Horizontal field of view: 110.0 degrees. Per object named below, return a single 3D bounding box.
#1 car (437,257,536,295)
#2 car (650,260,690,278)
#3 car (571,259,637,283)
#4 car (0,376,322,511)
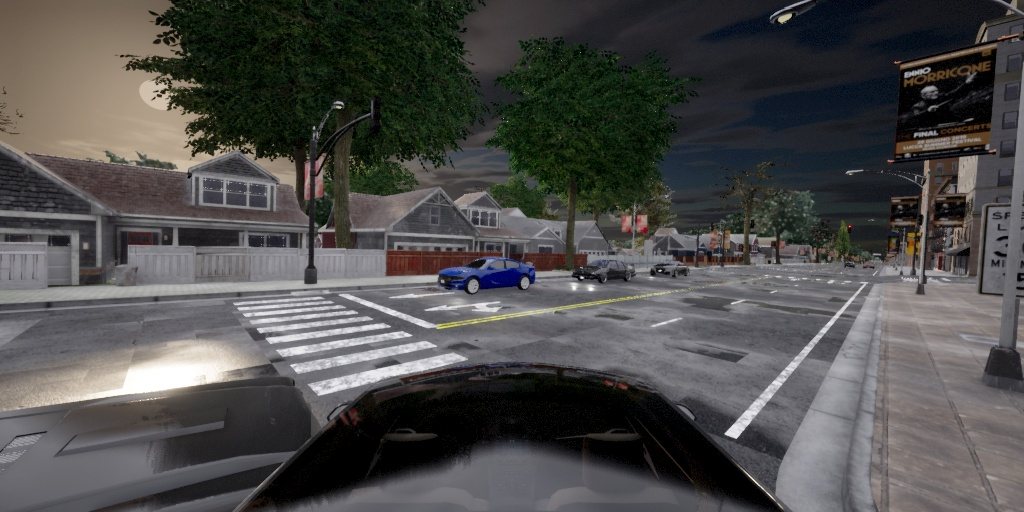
[{"bbox_3d":[-1.047,0.797,16.525,5.008,1.535,1.882,0,2,-44],"label":"car"},{"bbox_3d":[13.382,1.021,30.298,4.181,1.385,1.994,1,2,-44],"label":"car"},{"bbox_3d":[6.152,0.934,23.411,5.357,1.411,2.033,1,2,-44],"label":"car"},{"bbox_3d":[-3.315,1.281,1.351,4.718,1.301,1.895,1,2,-34],"label":"car"}]
